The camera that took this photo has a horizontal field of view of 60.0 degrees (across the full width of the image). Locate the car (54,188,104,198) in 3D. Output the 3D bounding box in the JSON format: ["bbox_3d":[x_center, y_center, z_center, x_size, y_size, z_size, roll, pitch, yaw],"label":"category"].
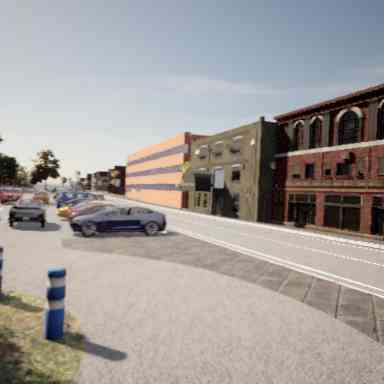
[{"bbox_3d":[-10.242,1.036,32.467,5.566,2.045,2.435,3,-1,-23],"label":"car"}]

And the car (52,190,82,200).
[{"bbox_3d":[-24.858,0.595,66.186,5.366,1.575,1.946,3,0,-23],"label":"car"}]

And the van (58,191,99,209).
[{"bbox_3d":[-13.657,1.004,40.095,4.442,1.987,1.878,3,-1,-23],"label":"van"}]

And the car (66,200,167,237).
[{"bbox_3d":[-3.650,1.409,16.848,4.792,1.488,2.163,3,-1,-23],"label":"car"}]

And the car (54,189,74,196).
[{"bbox_3d":[-33.544,0.115,87.053,4.674,1.452,2.002,3,0,-23],"label":"car"}]

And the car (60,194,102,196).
[{"bbox_3d":[-9.175,1.301,29.852,5.008,1.535,2.097,3,-1,-23],"label":"car"}]

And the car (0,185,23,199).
[{"bbox_3d":[-23.173,0.506,43.065,2.150,2.045,5.566,3,0,-23],"label":"car"}]

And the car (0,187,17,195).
[{"bbox_3d":[-40.626,-0.232,71.652,5.008,1.535,2.097,3,0,-23],"label":"car"}]

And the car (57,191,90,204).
[{"bbox_3d":[-18.068,0.874,50.652,4.553,1.767,2.185,3,0,-23],"label":"car"}]

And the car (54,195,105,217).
[{"bbox_3d":[-7.121,1.322,24.584,5.366,1.575,1.946,3,-1,-23],"label":"car"}]

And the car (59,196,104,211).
[{"bbox_3d":[-12.502,1.293,37.649,4.674,1.452,2.002,3,-1,-23],"label":"car"}]

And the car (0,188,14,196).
[{"bbox_3d":[-38.447,-0.073,66.444,4.792,1.488,2.163,3,0,-23],"label":"car"}]

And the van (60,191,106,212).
[{"bbox_3d":[-11.486,1.038,35.009,4.442,1.987,1.878,3,-1,-23],"label":"van"}]

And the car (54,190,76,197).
[{"bbox_3d":[-30.223,0.318,79.255,4.674,1.452,2.002,3,0,-23],"label":"car"}]

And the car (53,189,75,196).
[{"bbox_3d":[-32.432,0.144,84.454,5.008,1.535,2.097,3,0,-23],"label":"car"}]

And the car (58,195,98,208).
[{"bbox_3d":[-14.725,1.233,42.859,4.674,1.452,2.002,3,0,-23],"label":"car"}]

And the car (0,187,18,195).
[{"bbox_3d":[-41.734,-0.297,74.249,4.892,1.521,2.231,3,0,-23],"label":"car"}]

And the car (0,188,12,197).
[{"bbox_3d":[-36.152,0.033,61.149,5.008,1.535,2.097,3,0,-23],"label":"car"}]

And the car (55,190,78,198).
[{"bbox_3d":[-27.984,0.440,74.067,4.792,1.488,2.163,3,0,-23],"label":"car"}]

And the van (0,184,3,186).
[{"bbox_3d":[-32.983,-0.004,53.427,4.442,1.987,1.878,3,0,-23],"label":"van"}]

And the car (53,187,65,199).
[{"bbox_3d":[-20.273,0.617,55.851,5.566,2.045,2.435,3,0,-23],"label":"car"}]

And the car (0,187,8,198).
[{"bbox_3d":[-35.073,-0.028,58.538,4.553,1.767,2.185,3,0,-23],"label":"car"}]

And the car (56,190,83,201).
[{"bbox_3d":[-22.496,0.611,61.048,4.553,1.767,2.185,3,0,-23],"label":"car"}]

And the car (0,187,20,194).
[{"bbox_3d":[-43.959,-0.432,79.437,4.892,1.521,2.231,3,0,-23],"label":"car"}]

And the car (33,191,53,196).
[{"bbox_3d":[-20.939,0.738,46.332,2.097,1.767,4.553,3,0,-23],"label":"car"}]

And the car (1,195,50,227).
[{"bbox_3d":[-9.612,1.163,19.735,2.128,1.511,4.902,3,-1,-22],"label":"car"}]

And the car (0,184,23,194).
[{"bbox_3d":[-44.973,-0.748,81.933,5.566,2.045,2.435,3,0,-23],"label":"car"}]

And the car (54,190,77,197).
[{"bbox_3d":[-29.121,0.383,76.654,4.674,1.452,2.002,3,0,-23],"label":"car"}]

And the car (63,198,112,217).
[{"bbox_3d":[-5.846,1.389,22.056,4.674,1.452,2.002,3,-1,-23],"label":"car"}]

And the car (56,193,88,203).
[{"bbox_3d":[-19.157,0.975,53.263,4.674,1.452,2.002,3,0,-23],"label":"car"}]

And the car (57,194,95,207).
[{"bbox_3d":[-15.831,1.172,45.468,4.674,1.452,2.002,3,0,-23],"label":"car"}]

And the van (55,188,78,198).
[{"bbox_3d":[-26.998,0.244,71.410,4.442,1.987,1.878,3,0,-23],"label":"van"}]

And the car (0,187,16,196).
[{"bbox_3d":[-39.520,-0.167,69.055,5.008,1.535,2.097,3,0,-23],"label":"car"}]
